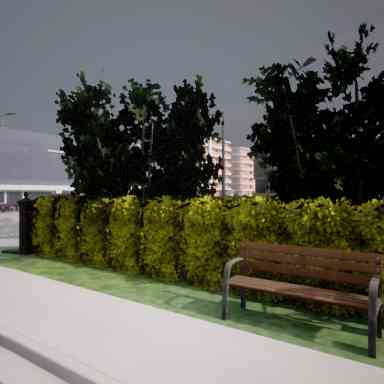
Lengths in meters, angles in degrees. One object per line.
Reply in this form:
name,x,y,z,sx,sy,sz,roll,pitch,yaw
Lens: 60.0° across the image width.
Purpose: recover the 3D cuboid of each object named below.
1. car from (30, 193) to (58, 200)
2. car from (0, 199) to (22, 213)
car,-15.249,1.167,36.886,2.150,2.045,5.566,0,0,36
car,-19.074,1.502,37.557,2.033,1.411,5.357,0,0,35
